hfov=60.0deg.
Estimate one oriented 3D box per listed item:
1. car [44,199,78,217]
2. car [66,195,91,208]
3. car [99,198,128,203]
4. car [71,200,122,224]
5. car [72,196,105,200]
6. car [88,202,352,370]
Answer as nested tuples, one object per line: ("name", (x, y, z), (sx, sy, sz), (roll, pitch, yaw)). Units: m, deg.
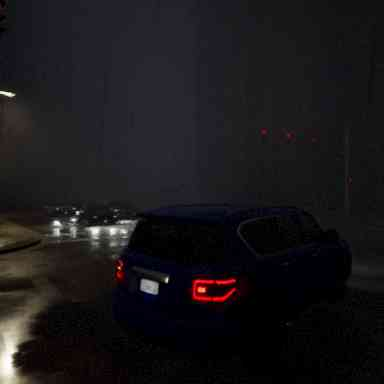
("car", (-12.823, 1.621, 32.255), (1.895, 1.301, 4.718), (0, 0, -36))
("car", (-17.067, 1.389, 49.987), (2.097, 1.767, 4.553), (0, 0, -39))
("car", (-6.204, 1.533, 29.101), (1.837, 1.490, 4.892), (0, 0, -36))
("car", (-7.142, 1.568, 24.532), (2.033, 1.411, 5.357), (0, 0, -31))
("car", (-11.771, 1.506, 36.765), (1.882, 1.535, 5.008), (0, 0, -36))
("car", (1.178, 1.234, 6.106), (2.150, 2.045, 5.566), (1, 1, 39))
